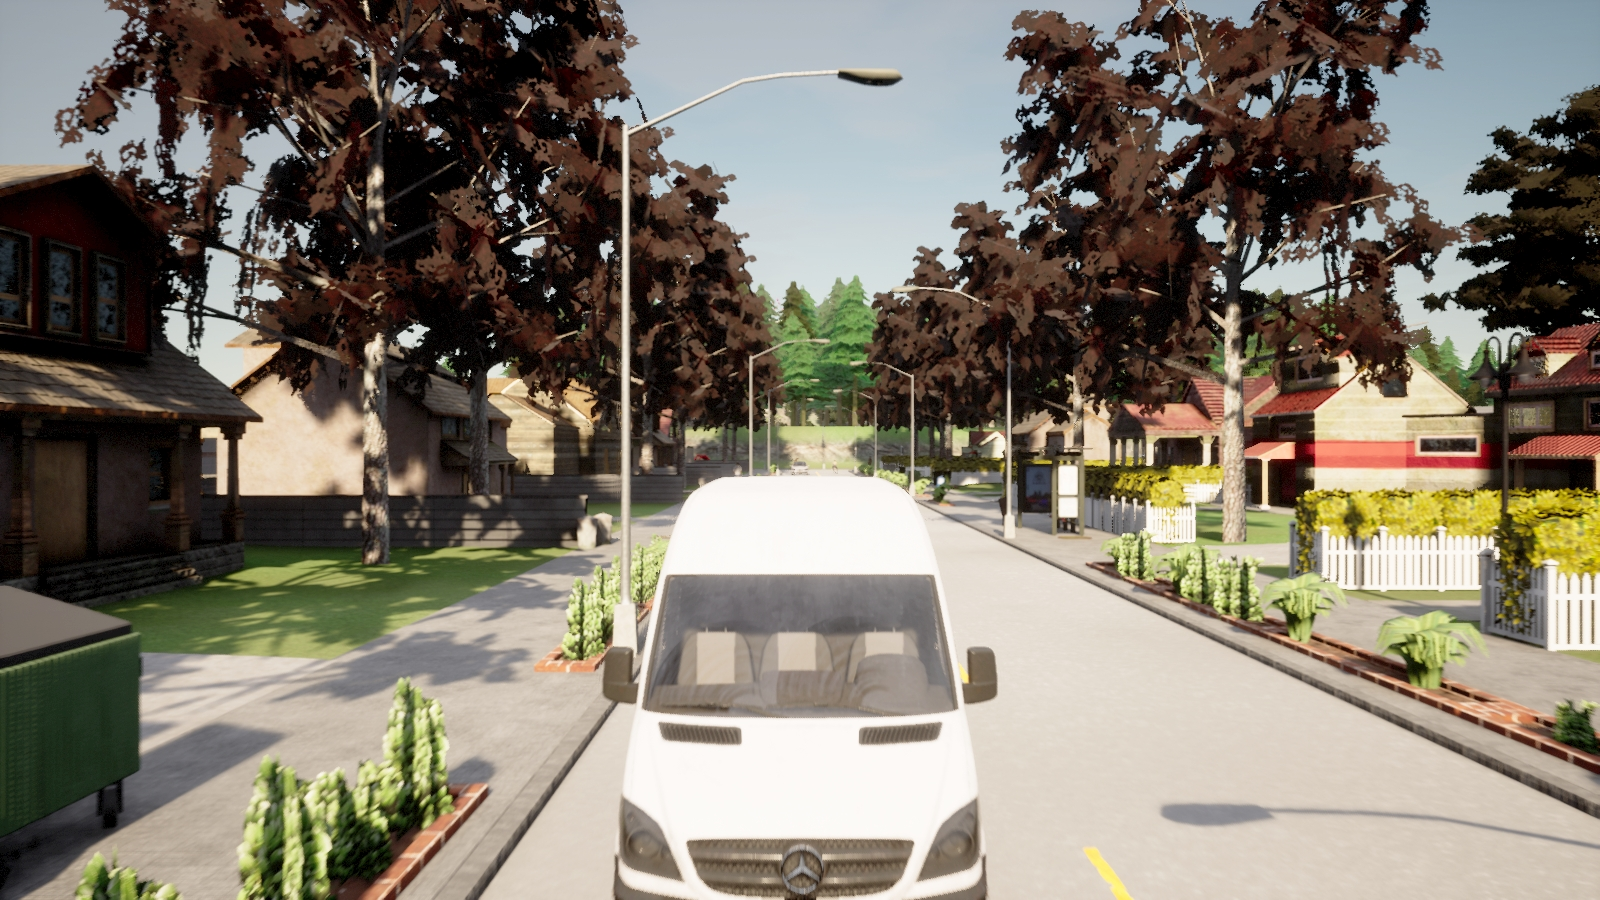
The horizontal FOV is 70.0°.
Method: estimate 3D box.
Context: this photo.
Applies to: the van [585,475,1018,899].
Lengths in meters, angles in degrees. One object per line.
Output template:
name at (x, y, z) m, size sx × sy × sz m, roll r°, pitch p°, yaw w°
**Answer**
van at (0.009, 1.527, 8.211) m, size 1.988 × 2.561 × 5.915 m, roll 0°, pitch 0°, yaw 0°
